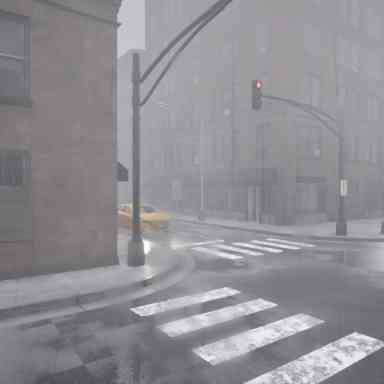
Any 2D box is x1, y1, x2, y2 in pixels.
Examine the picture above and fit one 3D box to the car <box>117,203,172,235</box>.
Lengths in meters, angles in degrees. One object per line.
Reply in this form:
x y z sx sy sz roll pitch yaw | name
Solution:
-2.931 1.383 18.392 1.882 1.535 5.008 0 0 -34 | car
